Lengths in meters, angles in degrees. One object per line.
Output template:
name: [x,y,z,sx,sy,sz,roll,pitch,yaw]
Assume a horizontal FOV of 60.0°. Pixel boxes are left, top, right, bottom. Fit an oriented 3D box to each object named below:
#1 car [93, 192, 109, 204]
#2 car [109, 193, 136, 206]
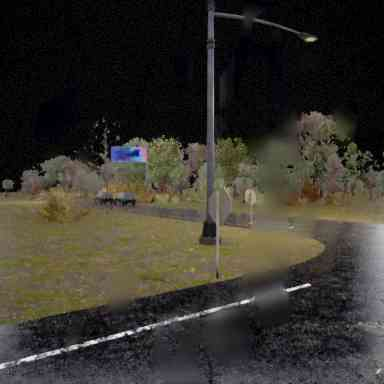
car: [-16.290,1.105,60.992,2.150,2.045,5.566,0,0,-34]
car: [-10.781,1.123,52.801,2.150,2.045,5.566,0,0,-33]
